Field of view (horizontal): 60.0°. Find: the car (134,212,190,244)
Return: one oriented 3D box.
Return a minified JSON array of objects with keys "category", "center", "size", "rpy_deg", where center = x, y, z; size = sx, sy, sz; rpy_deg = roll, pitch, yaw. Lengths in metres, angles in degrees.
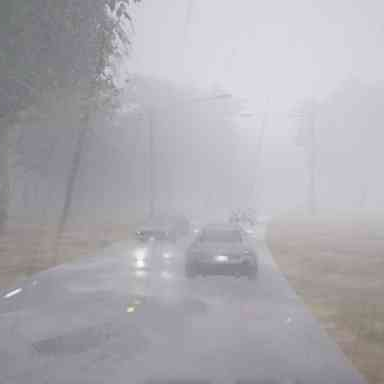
[{"category":"car","center":[-1.290,1.744,17.421],"size":[2.033,1.411,5.357],"rpy_deg":[0,-1,11]}]

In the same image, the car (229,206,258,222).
[{"category":"car","center":[4.159,1.782,26.424],"size":[2.033,1.411,5.357],"rpy_deg":[-1,0,16]}]

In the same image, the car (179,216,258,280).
[{"category":"car","center":[0.967,1.686,10.489],"size":[1.994,1.385,4.181],"rpy_deg":[0,-1,6]}]
